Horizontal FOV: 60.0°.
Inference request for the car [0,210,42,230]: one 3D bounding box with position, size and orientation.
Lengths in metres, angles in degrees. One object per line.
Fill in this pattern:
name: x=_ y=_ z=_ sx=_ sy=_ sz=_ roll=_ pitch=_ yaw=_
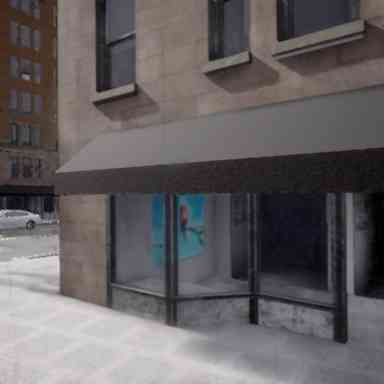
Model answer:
car: x=-13.017 y=1.993 z=23.380 sx=1.812 sy=1.442 sz=4.674 roll=-1 pitch=-1 yaw=37
